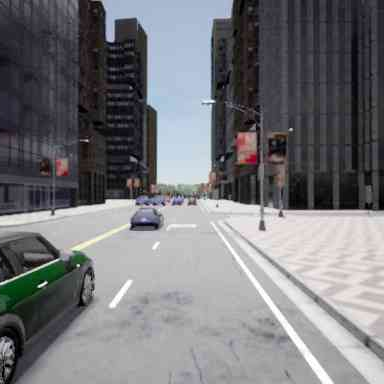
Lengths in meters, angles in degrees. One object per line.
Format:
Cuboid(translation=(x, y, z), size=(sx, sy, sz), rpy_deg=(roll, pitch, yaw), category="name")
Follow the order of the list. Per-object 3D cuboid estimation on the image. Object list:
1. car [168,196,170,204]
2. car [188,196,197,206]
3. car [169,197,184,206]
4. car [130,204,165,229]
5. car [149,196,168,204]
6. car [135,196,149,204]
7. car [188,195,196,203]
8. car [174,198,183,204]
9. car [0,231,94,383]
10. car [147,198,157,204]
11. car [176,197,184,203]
Cuboid(translation=(-6.443, 1.915, 81.244), size=(2.150, 2.045, 5.566), rpy_deg=(0, 0, 0), category="car")
Cuboid(translation=(0.049, 2.137, 69.937), size=(1.812, 1.442, 4.674), rpy_deg=(0, 0, 0), category="car")
Cuboid(translation=(-3.201, 2.140, 70.355), size=(1.812, 1.442, 4.674), rpy_deg=(0, 0, 0), category="car")
Cuboid(translation=(-3.134, 1.798, 23.754), size=(1.994, 1.385, 4.181), rpy_deg=(0, -1, 0), category="car")
Cuboid(translation=(-6.464, 1.801, 65.421), size=(2.150, 2.045, 5.566), rpy_deg=(0, 0, 0), category="car")
Cuboid(translation=(-9.711, 1.801, 65.413), size=(2.150, 2.045, 5.566), rpy_deg=(0, 0, 0), category="car")
Cuboid(translation=(0.063, 1.821, 90.206), size=(2.150, 2.045, 5.566), rpy_deg=(0, 0, 0), category="car")
Cuboid(translation=(-3.193, 2.231, 80.455), size=(2.033, 1.411, 5.357), rpy_deg=(0, 0, 0), category="car")
Cuboid(translation=(-3.146, 1.406, 5.329), size=(2.097, 1.767, 4.553), rpy_deg=(0, -1, 0), category="car")
Cuboid(translation=(-9.693, 2.214, 81.271), size=(1.812, 1.442, 4.674), rpy_deg=(0, 0, 0), category="car")
Cuboid(translation=(-3.187, 2.073, 90.177), size=(1.882, 1.535, 5.008), rpy_deg=(0, 0, 0), category="car")
